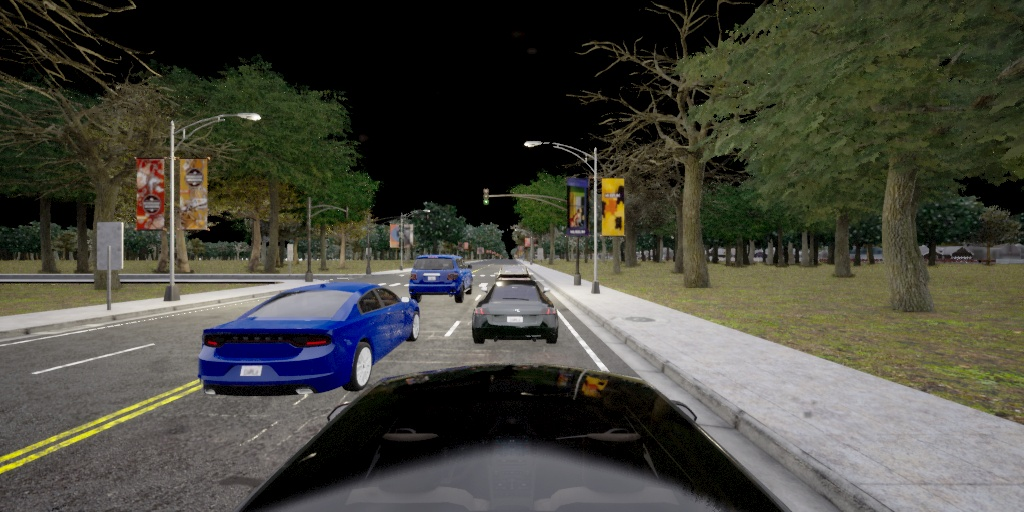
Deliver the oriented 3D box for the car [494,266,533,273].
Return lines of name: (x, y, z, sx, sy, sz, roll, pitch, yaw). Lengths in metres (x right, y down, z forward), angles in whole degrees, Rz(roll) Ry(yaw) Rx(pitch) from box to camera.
car: (0.098, 1.244, 18.510, 2.128, 1.511, 4.902, 0, 0, 0)

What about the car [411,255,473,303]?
car: (-3.152, 0.974, 16.768, 2.150, 2.045, 5.566, 0, 0, 0)

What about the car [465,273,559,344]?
car: (0.093, 1.315, 9.608, 1.994, 1.385, 4.181, 0, 0, 1)

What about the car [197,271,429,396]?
car: (-3.150, 1.228, 6.782, 1.882, 1.535, 5.008, 0, 0, 0)
